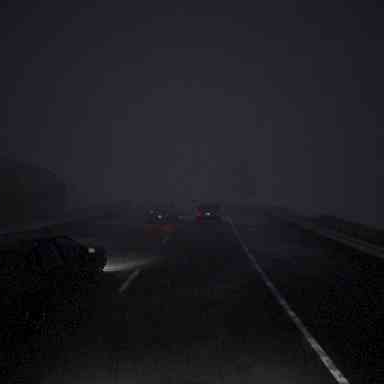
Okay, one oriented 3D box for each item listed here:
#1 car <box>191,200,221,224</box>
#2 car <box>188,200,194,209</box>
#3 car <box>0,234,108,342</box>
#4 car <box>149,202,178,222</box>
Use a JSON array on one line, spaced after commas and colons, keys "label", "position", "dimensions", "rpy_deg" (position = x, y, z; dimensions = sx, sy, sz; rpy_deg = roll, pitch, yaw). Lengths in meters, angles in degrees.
[{"label": "car", "position": [1.247, 1.560, 25.199], "dimensions": [2.033, 1.411, 5.357], "rpy_deg": [0, 0, 3]}, {"label": "car", "position": [0.618, 1.620, 42.926], "dimensions": [1.895, 1.301, 4.718], "rpy_deg": [0, 0, -7]}, {"label": "car", "position": [-3.266, 1.548, 6.607], "dimensions": [2.033, 1.411, 5.357], "rpy_deg": [0, 0, 2]}, {"label": "car", "position": [-2.195, 1.536, 26.270], "dimensions": [1.812, 1.442, 4.674], "rpy_deg": [0, 0, 3]}]
